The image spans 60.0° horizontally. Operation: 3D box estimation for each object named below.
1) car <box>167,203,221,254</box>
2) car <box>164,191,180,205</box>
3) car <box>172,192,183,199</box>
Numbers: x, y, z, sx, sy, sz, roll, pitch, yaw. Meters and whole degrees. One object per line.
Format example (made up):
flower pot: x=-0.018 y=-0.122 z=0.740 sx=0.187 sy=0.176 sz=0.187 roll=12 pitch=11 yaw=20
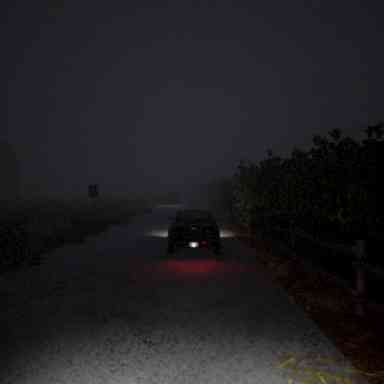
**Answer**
car: x=0.084 y=1.424 z=13.181 sx=1.837 sy=1.490 sz=4.892 roll=0 pitch=1 yaw=1
car: x=-3.032 y=0.902 z=51.567 sx=2.150 sy=2.045 sz=5.566 roll=0 pitch=0 yaw=0
car: x=-2.898 y=0.751 z=67.322 sx=1.994 sy=1.385 sz=4.181 roll=0 pitch=0 yaw=0
